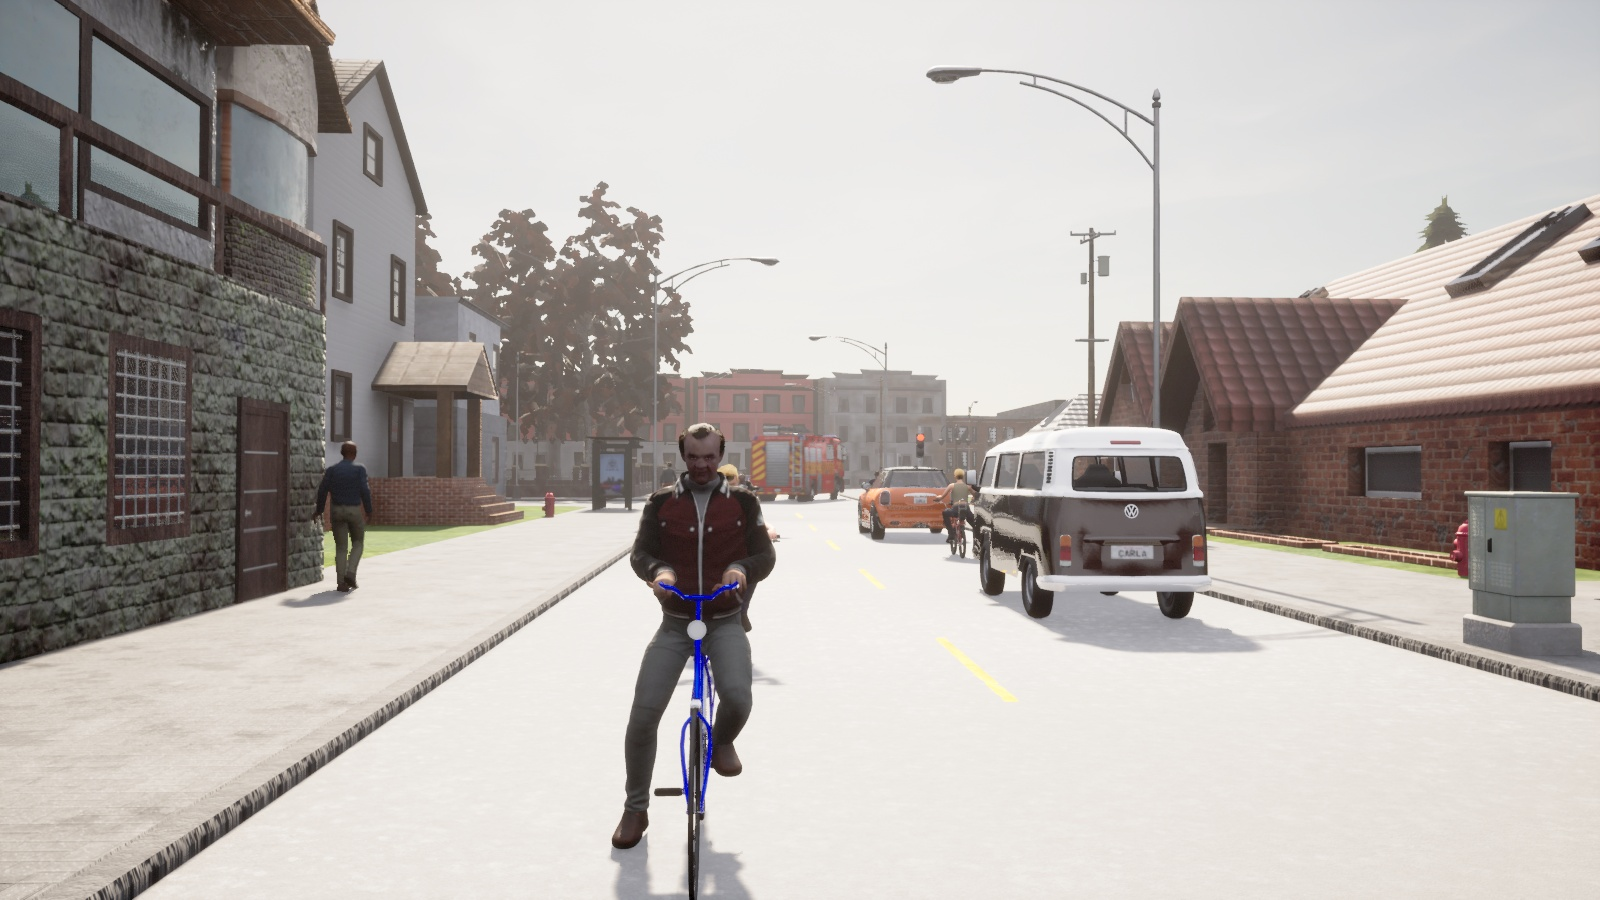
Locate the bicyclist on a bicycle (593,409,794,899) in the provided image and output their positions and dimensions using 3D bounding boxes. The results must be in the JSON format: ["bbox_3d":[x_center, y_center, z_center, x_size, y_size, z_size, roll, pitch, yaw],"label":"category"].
[{"bbox_3d":[-0.398,0.772,5.058,0.659,1.776,1.843,0,-1,-3],"label":"bicyclist on a bicycle"}]

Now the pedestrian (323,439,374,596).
[{"bbox_3d":[-5.409,0.798,15.066,0.370,1.835,0.726,0,-1,-2],"label":"pedestrian"}]

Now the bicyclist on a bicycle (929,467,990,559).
[{"bbox_3d":[2.899,1.124,22.953,0.866,1.612,1.509,0,-1,-2],"label":"bicyclist on a bicycle"}]

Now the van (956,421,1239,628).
[{"bbox_3d":[3.239,0.772,14.712,2.069,2.038,4.480,0,-1,-2],"label":"van"}]

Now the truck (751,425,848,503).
[{"bbox_3d":[0.105,0.766,66.685,2.891,3.827,8.468,0,-1,16],"label":"truck"}]

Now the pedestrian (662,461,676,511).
[{"bbox_3d":[-4.862,1.325,46.632,0.353,1.847,0.614,0,-1,13],"label":"pedestrian"}]

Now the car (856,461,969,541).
[{"bbox_3d":[2.603,1.169,30.248,2.097,1.767,4.553,0,-1,-3],"label":"car"}]
